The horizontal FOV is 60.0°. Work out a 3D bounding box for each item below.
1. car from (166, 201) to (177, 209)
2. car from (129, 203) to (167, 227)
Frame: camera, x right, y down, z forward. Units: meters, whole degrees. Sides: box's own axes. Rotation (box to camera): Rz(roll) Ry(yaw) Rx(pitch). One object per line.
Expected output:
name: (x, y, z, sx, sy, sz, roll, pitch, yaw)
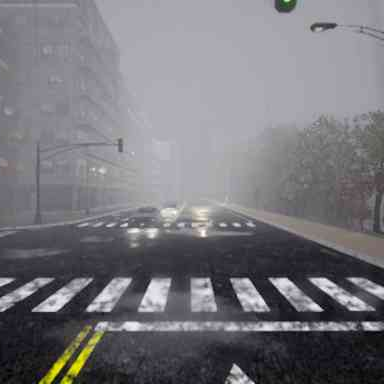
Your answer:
car: (-3.261, 1.973, 50.966, 1.895, 1.301, 4.718, 0, 0, 0)
car: (-3.264, 1.749, 24.559, 2.033, 1.411, 5.357, 0, 0, 0)
